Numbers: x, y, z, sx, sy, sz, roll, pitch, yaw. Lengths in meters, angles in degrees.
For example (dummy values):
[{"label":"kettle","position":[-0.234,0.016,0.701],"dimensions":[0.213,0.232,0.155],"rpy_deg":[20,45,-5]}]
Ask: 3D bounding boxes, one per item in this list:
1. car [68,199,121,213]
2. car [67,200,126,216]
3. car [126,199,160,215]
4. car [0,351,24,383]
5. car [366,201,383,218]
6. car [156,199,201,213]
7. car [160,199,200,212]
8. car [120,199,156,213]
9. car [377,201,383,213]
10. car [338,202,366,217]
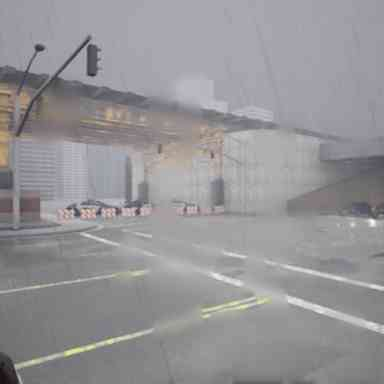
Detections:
[{"label":"car","position":[-9.330,1.359,31.880],"dimensions":[4.536,1.218,1.853],"rpy_deg":[0,0,8]},{"label":"car","position":[-9.279,1.516,31.872],"dimensions":[4.974,1.542,2.038],"rpy_deg":[0,0,8]},{"label":"car","position":[-5.538,1.543,34.564],"dimensions":[2.038,1.542,4.974],"rpy_deg":[0,0,18]},{"label":"car","position":[-3.384,1.480,1.356],"dimensions":[4.902,1.511,2.128],"rpy_deg":[0,0,-35]},{"label":"car","position":[18.683,1.547,31.123],"dimensions":[4.553,1.767,2.097],"rpy_deg":[0,0,-37]},{"label":"car","position":[-1.634,1.575,38.330],"dimensions":[4.974,1.542,2.038],"rpy_deg":[0,0,-7]},{"label":"car","position":[-1.685,1.417,38.324],"dimensions":[4.536,1.218,1.853],"rpy_deg":[0,0,-7]},{"label":"car","position":[-5.522,1.386,34.614],"dimensions":[1.853,1.218,4.536],"rpy_deg":[0,0,18]},{"label":"car","position":[24.554,1.801,39.938],"dimensions":[5.357,1.411,2.033],"rpy_deg":[0,0,-37]},{"label":"car","position":[16.904,1.723,34.167],"dimensions":[4.674,1.442,1.812],"rpy_deg":[0,0,-37]}]
